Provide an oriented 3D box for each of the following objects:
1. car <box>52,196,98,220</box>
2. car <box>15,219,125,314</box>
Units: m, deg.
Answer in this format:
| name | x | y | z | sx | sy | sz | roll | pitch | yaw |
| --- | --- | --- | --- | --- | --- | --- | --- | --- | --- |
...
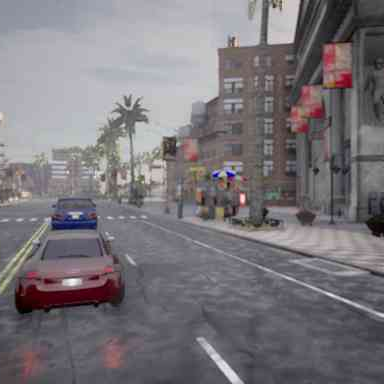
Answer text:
| name | x | y | z | sx | sy | sz | roll | pitch | yaw |
| --- | --- | --- | --- | --- | --- | --- | --- | --- | --- |
| car | -6.363 | 1.242 | 18.083 | 2.150 | 2.045 | 5.566 | 0 | 0 | -20 |
| car | -2.756 | 1.572 | 7.795 | 1.994 | 1.385 | 4.181 | 0 | 0 | -18 |
